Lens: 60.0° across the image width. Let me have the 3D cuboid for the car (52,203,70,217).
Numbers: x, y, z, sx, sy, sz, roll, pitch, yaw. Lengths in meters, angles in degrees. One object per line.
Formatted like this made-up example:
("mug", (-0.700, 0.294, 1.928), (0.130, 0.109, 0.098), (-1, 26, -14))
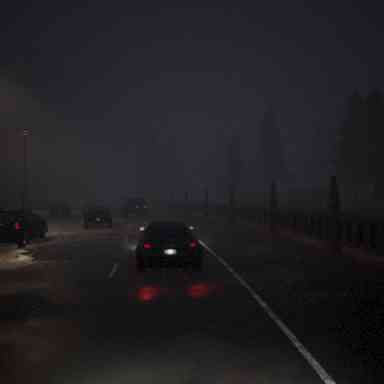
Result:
("car", (-14.430, 1.892, 36.462), (1.882, 1.535, 5.008), (0, -1, -22))

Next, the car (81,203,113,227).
("car", (-7.052, 1.749, 25.263), (1.882, 1.535, 5.008), (0, 0, -14))

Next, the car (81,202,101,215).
("car", (-12.389, 2.004, 40.563), (1.994, 1.385, 4.181), (0, -1, -22))

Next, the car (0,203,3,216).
("car", (-22.842, 2.037, 37.846), (1.994, 1.385, 4.181), (0, -1, -25))

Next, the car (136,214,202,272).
("car", (-0.842, 1.674, 11.340), (1.994, 1.385, 4.181), (0, -1, -7))

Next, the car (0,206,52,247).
("car", (-8.620, 1.548, 16.114), (2.097, 1.767, 4.553), (0, -1, -10))

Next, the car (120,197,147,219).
("car", (-6.021, 1.567, 33.991), (2.150, 2.045, 5.566), (0, -1, -19))
